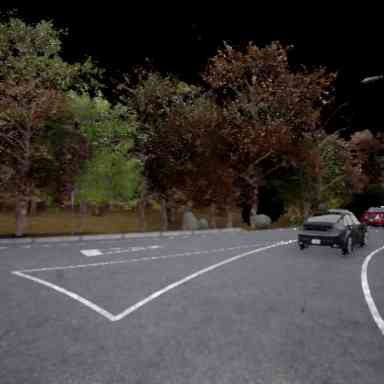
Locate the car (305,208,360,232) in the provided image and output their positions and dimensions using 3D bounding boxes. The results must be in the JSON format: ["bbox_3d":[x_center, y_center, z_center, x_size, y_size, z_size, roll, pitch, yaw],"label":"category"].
[{"bbox_3d":[10.168,1.961,23.873,4.892,1.490,1.837,4,-3,-44],"label":"car"}]

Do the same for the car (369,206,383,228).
[{"bbox_3d":[17.766,2.361,31.275,5.566,2.045,2.150,6,-4,-45],"label":"car"}]

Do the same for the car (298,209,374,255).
[{"bbox_3d":[6.037,1.617,14.025,1.837,1.490,4.892,-1,-2,39],"label":"car"}]
